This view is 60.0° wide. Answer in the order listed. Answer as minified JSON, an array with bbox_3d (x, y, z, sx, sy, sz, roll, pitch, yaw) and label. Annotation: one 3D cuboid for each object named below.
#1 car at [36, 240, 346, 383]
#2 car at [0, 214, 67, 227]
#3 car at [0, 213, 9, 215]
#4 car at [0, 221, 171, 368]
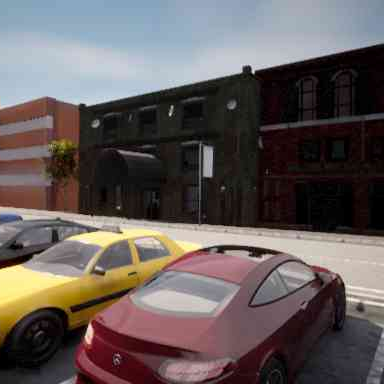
[{"bbox_3d":[0.718,1.464,4.477,2.002,1.452,4.674,0,0,36],"label":"car"},{"bbox_3d":[-3.879,1.424,7.766,2.097,1.535,5.008,0,0,36],"label":"car"},{"bbox_3d":[-6.185,1.424,9.398,2.097,1.535,5.008,0,0,36],"label":"car"},{"bbox_3d":[-1.688,1.421,5.970,1.946,1.575,5.366,0,0,36],"label":"car"}]
